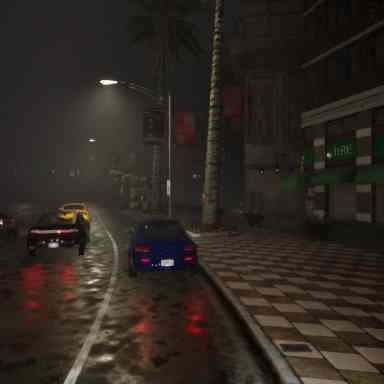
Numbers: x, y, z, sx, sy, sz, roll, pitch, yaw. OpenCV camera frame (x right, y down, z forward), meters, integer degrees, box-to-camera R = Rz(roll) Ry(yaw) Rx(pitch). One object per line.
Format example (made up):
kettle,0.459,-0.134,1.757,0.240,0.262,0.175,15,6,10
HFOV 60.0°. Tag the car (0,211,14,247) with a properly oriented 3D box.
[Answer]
car,-9.036,1.518,14.682,1.812,1.442,4.674,0,0,-16

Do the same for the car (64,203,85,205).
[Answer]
car,-7.782,1.471,22.068,1.882,1.535,5.008,0,0,-17

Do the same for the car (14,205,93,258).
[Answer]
car,-5.025,1.486,12.988,2.128,1.511,4.902,0,0,-14

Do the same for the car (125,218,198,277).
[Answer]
car,-1.034,1.525,10.202,1.812,1.442,4.674,0,0,-11
